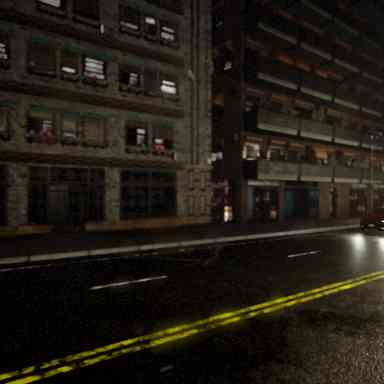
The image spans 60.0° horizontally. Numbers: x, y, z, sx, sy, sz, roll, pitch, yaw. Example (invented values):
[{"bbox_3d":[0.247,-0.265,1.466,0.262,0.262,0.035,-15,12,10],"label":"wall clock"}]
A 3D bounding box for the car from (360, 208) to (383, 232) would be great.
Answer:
[{"bbox_3d":[12.550,1.719,21.109,5.008,1.535,1.882,1,0,-37],"label":"car"}]
